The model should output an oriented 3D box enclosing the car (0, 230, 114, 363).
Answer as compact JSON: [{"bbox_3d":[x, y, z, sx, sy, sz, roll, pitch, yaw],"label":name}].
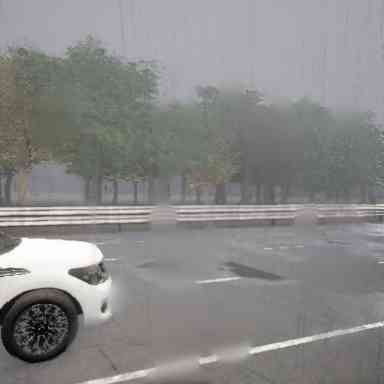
[{"bbox_3d":[-3.949,1.163,4.569,5.566,2.045,2.150,1,0,-23],"label":"car"}]
